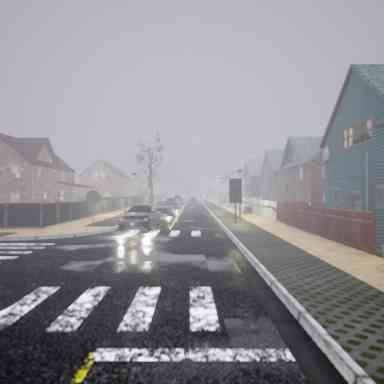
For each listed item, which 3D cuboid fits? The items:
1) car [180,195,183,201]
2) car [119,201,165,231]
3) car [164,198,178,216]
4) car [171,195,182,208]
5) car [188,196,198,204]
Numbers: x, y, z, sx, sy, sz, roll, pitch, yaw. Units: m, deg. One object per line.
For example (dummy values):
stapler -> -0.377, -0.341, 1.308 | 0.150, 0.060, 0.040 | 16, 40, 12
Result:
car -> -2.641, 1.254, 60.345 | 1.837, 1.490, 4.892 | 0, 0, 0
car -> -3.129, 1.534, 20.818 | 1.812, 1.442, 4.674 | 0, 0, 5
car -> -2.784, 1.563, 33.048 | 2.033, 1.411, 5.357 | 0, 0, 0
car -> -2.760, 1.529, 44.923 | 1.837, 1.490, 4.892 | 0, 0, 0
car -> 0.125, 1.569, 65.782 | 1.812, 1.442, 4.674 | 0, 0, 0
